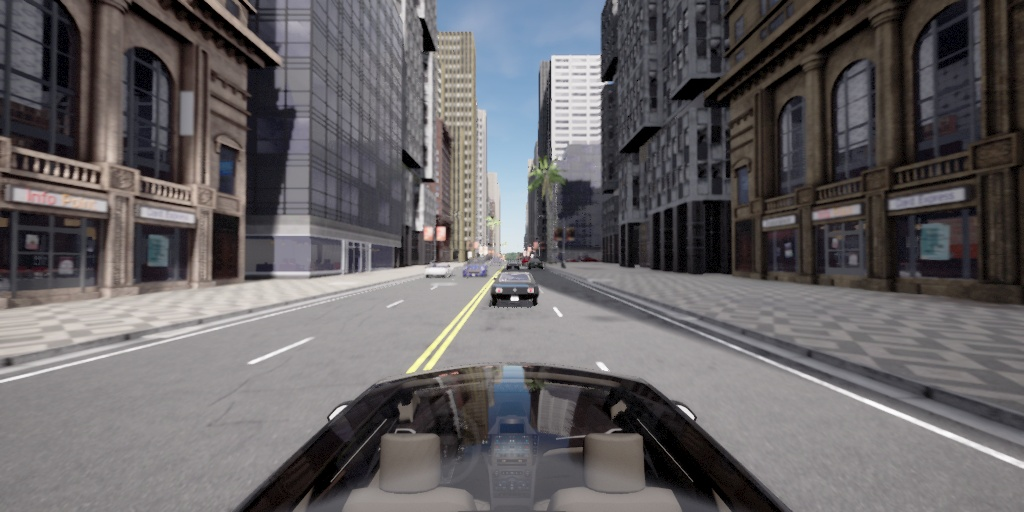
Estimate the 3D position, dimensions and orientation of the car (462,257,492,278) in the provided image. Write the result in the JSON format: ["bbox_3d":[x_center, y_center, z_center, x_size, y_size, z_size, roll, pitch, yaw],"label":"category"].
[{"bbox_3d":[-3.314,1.068,33.230,2.097,1.767,4.553,0,0,0],"label":"car"}]

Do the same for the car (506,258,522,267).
[{"bbox_3d":[0.145,1.310,52.545,1.895,1.301,4.718,0,0,0],"label":"car"}]

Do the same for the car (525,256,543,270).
[{"bbox_3d":[3.396,1.061,53.351,2.097,1.767,4.553,0,0,0],"label":"car"}]

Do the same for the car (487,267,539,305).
[{"bbox_3d":[0.112,1.346,15.939,1.895,1.301,4.718,0,0,0],"label":"car"}]

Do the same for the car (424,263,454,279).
[{"bbox_3d":[-6.568,1.319,32.657,1.895,1.301,4.718,0,0,0],"label":"car"}]
